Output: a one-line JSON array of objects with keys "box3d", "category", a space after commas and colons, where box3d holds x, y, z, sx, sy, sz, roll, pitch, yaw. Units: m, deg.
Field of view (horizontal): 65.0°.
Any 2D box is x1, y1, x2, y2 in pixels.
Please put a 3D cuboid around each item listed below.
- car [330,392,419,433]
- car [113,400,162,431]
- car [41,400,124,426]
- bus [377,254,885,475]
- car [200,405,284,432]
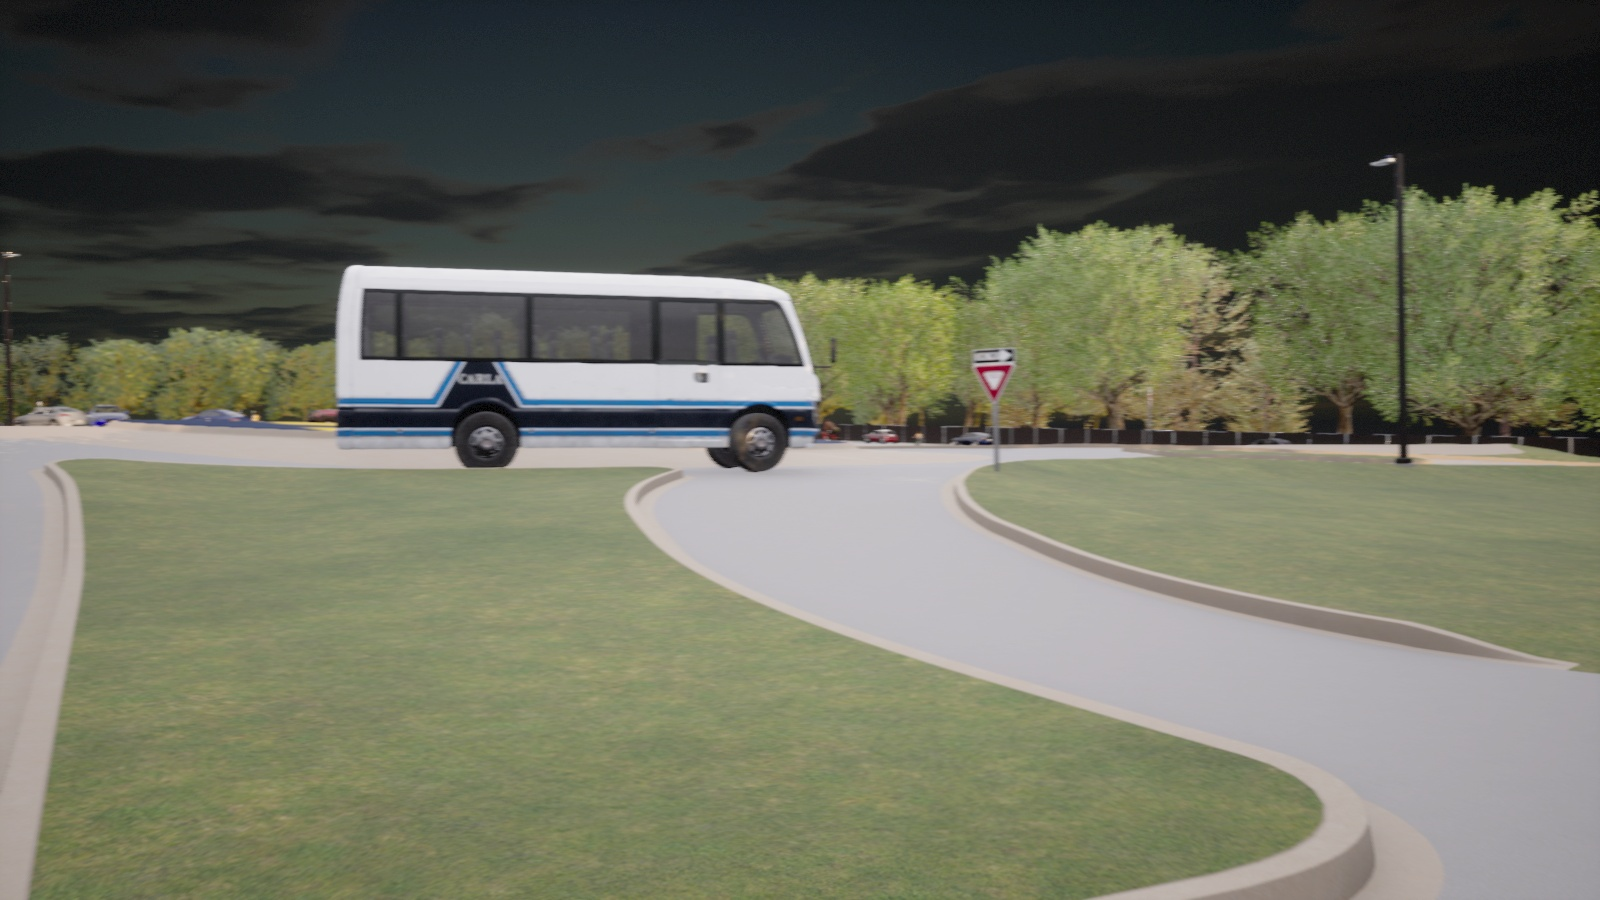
[{"box3d": [-21.493, -1.846, 63.461, 3.866, 1.878, 1.905, 2, -1, -34], "category": "car"}, {"box3d": [-33.456, -1.733, 63.363, 1.816, 1.474, 4.193, -1, 1, -32], "category": "car"}, {"box3d": [-46.659, -2.416, 81.676, 5.027, 1.651, 2.152, 1, 1, 24], "category": "car"}, {"box3d": [-3.679, -1.666, 27.417, 10.273, 4.253, 3.944, 0, 1, -15], "category": "bus"}, {"box3d": [-33.592, -1.905, 75.588, 4.674, 1.442, 1.812, 2, 1, 22], "category": "car"}]
